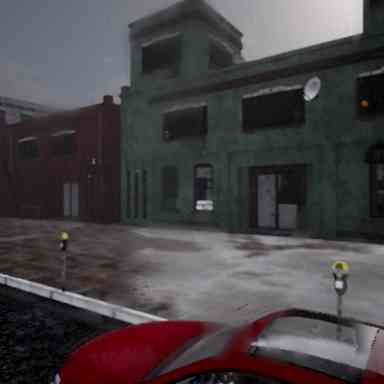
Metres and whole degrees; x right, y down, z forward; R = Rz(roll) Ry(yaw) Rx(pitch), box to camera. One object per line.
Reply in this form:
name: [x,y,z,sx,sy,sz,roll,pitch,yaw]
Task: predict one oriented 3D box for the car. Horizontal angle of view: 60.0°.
car: [0.659,1.590,2.401,4.206,1.307,1.802,-1,0,36]
